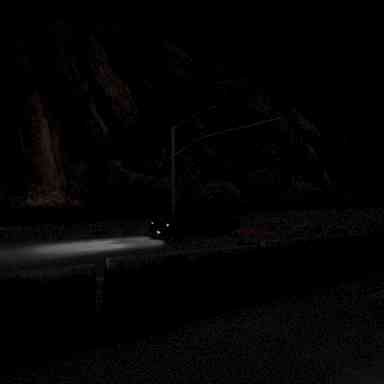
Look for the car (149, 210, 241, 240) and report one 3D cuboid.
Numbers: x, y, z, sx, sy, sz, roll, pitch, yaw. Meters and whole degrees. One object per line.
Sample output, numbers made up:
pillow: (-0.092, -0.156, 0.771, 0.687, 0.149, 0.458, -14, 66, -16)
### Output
car: (0.218, 1.600, 17.049, 4.718, 1.301, 1.895, 0, 0, -36)
